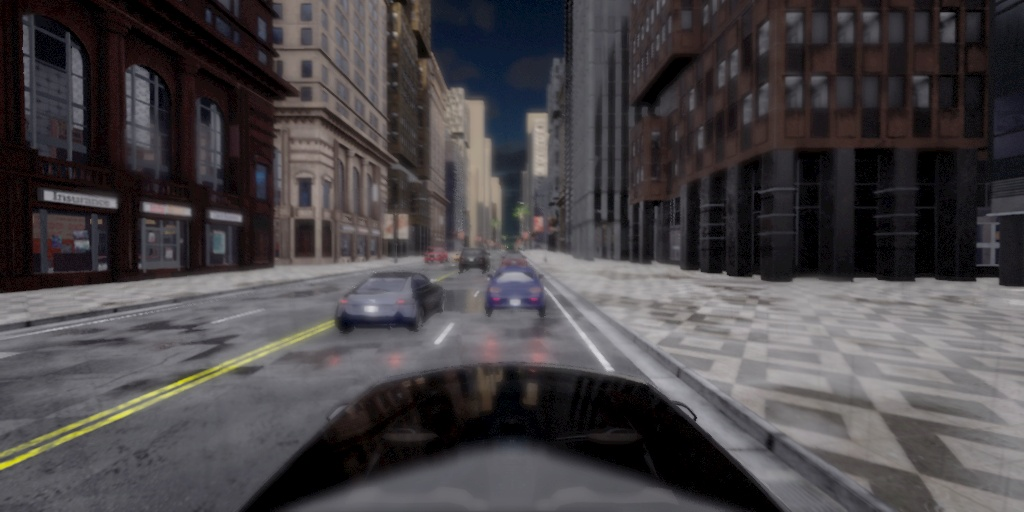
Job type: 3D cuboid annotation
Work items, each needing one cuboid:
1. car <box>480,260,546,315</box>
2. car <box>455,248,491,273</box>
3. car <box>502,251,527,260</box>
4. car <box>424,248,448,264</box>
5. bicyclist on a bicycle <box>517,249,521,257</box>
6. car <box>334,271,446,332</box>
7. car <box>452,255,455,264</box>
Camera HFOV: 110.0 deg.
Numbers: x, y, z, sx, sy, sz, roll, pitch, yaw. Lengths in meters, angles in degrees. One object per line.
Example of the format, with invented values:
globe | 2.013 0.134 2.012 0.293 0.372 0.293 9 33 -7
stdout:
car | 0.120 1.034 12.081 1.812 1.442 4.674 0 1 1
car | -3.042 0.317 29.827 2.150 2.045 5.566 0 2 0
car | 0.206 0.441 30.062 2.097 1.767 4.553 0 1 0
car | -9.644 -0.068 46.083 2.150 2.045 5.566 0 1 0
bicyclist on a bicycle | 1.134 -0.207 58.297 0.659 1.776 1.843 0 2 0
car | -3.149 1.117 10.056 1.994 1.385 4.181 0 1 0
car | -6.398 0.201 45.532 1.882 1.535 5.008 0 1 0
